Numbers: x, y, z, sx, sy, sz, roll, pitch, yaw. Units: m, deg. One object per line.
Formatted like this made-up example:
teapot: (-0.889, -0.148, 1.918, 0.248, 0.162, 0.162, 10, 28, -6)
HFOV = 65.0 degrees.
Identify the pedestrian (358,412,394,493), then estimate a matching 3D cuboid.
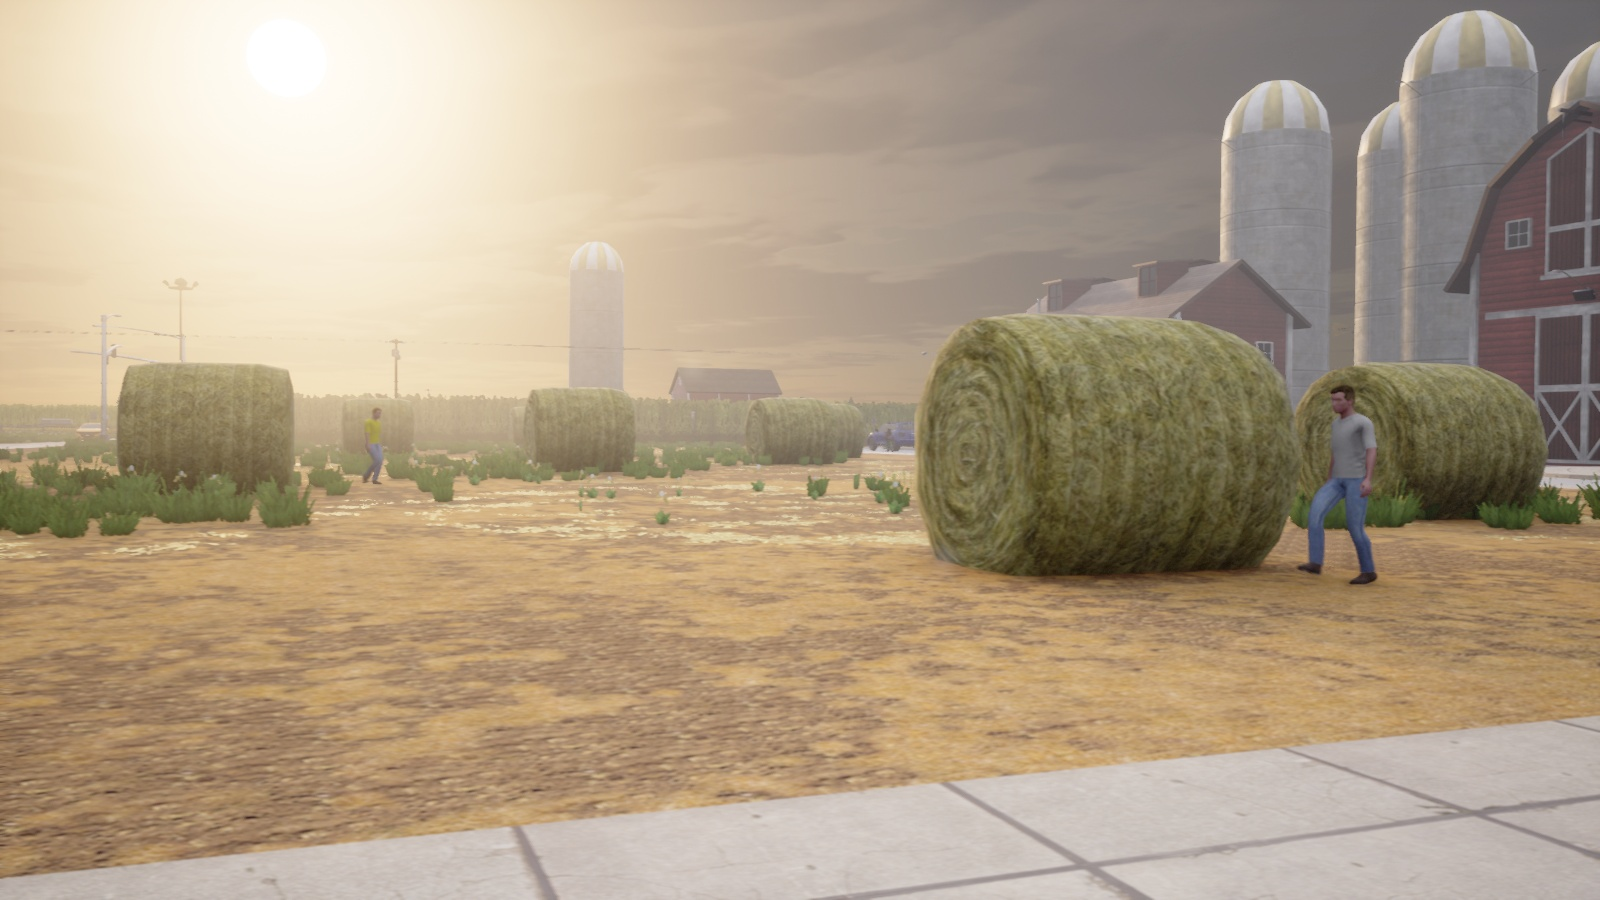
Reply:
pedestrian: (-9.717, 0.057, 28.774, 0.706, 1.836, 0.354, 0, 1, 25)

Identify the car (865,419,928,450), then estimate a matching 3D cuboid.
car: (6.704, -1.077, 87.768, 2.150, 2.045, 5.566, -1, 1, -22)

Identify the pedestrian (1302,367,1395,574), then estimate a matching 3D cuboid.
pedestrian: (4.975, 0.178, 11.400, 0.706, 1.836, 0.354, -1, 1, -18)
